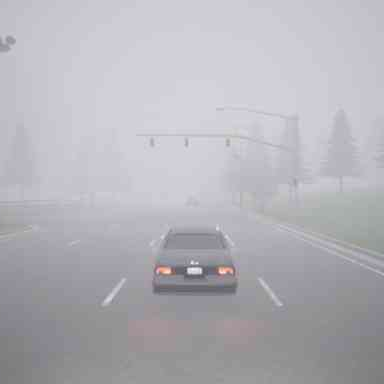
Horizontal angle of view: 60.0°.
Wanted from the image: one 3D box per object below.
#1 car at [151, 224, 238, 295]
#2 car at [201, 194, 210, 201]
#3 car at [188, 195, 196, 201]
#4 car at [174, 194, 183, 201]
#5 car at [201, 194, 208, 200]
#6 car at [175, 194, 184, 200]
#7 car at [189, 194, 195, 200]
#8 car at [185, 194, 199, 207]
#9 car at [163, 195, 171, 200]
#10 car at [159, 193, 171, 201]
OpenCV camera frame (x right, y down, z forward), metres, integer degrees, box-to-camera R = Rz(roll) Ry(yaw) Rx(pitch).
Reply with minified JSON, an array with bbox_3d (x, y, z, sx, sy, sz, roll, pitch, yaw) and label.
[{"bbox_3d":[0.068,1.552,8.852,2.033,1.411,5.357,0,0,0],"label":"car"},{"bbox_3d":[3.517,1.539,83.534,1.837,1.490,4.892,0,0,0],"label":"car"},{"bbox_3d":[0.017,1.578,83.534,2.033,1.411,5.357,0,0,0],"label":"car"},{"bbox_3d":[-3.483,1.564,83.952,1.812,1.442,4.674,0,0,0],"label":"car"},{"bbox_3d":[3.519,1.363,93.954,1.882,1.535,5.008,0,0,0],"label":"car"},{"bbox_3d":[-3.481,1.410,93.955,2.128,1.511,4.902,0,0,0],"label":"car"},{"bbox_3d":[0.019,1.363,93.954,1.882,1.535,5.008,0,0,0],"label":"car"},{"bbox_3d":[0.009,1.381,52.891,2.097,1.767,4.553,0,0,0],"label":"car"},{"bbox_3d":[-6.981,1.438,93.956,1.994,1.385,4.181,0,0,0],"label":"car"},{"bbox_3d":[-6.983,1.264,83.566,2.150,2.045,5.566,0,0,0],"label":"car"}]
